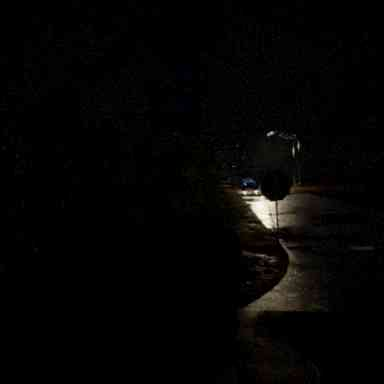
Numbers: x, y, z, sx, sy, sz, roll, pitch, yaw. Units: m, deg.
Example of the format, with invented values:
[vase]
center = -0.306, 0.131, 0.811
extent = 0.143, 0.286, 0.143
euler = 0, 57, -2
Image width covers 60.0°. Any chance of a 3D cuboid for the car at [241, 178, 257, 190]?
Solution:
[car]
center = 7.994, -1.252, 46.976
extent = 1.882, 1.535, 5.008
euler = -3, 3, 5
